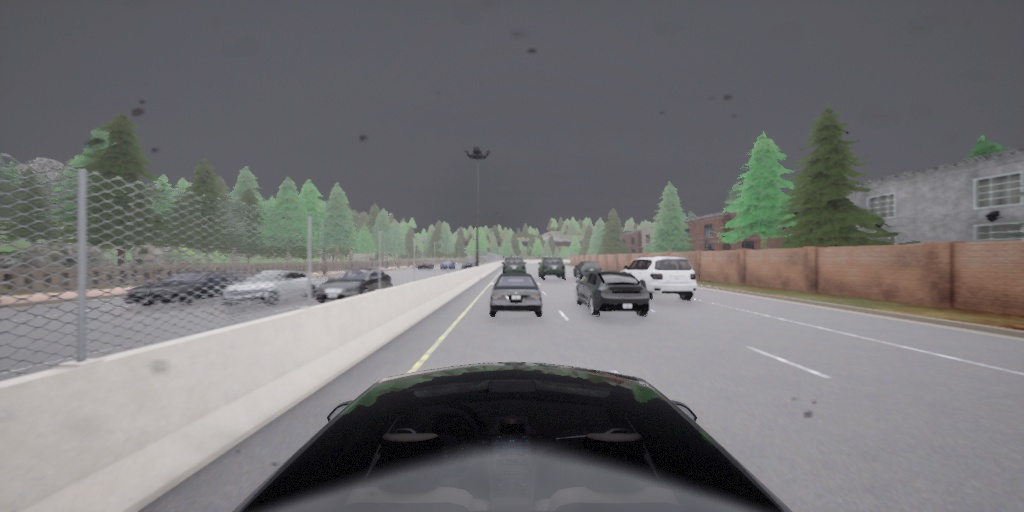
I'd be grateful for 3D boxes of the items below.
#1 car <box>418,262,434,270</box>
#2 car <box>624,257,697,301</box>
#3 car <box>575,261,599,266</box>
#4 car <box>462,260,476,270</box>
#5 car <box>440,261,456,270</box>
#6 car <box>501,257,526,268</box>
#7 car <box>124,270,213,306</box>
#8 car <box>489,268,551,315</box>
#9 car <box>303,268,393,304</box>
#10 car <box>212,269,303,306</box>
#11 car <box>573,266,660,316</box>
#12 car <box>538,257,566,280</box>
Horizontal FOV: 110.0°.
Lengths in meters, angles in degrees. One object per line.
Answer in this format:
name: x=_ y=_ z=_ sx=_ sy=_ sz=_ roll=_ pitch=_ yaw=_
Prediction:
car: x=-13.874 y=1.629 z=58.323 sx=1.895 sy=1.301 sz=4.718 roll=0 pitch=0 yaw=1
car: x=7.147 y=1.061 z=18.180 sx=2.150 sy=2.045 sz=5.566 roll=0 pitch=0 yaw=0
car: x=7.198 y=1.271 z=34.434 sx=2.097 sy=1.767 sz=4.553 roll=0 pitch=0 yaw=0
car: x=-6.875 y=1.387 z=58.859 sx=2.097 sy=1.767 sz=4.553 roll=0 pitch=0 yaw=1
car: x=-10.375 y=1.509 z=58.537 sx=1.882 sy=1.535 sz=5.008 roll=0 pitch=0 yaw=1
car: x=0.183 y=1.137 z=33.938 sx=2.150 sy=2.045 sz=5.566 roll=0 pitch=0 yaw=0
car: x=-14.059 y=1.363 z=16.376 sx=2.033 sy=1.411 sz=5.357 roll=0 pitch=0 yaw=0
car: x=0.133 y=1.359 z=13.769 sx=2.033 sy=1.411 sz=5.357 roll=0 pitch=0 yaw=0
car: x=-7.058 y=1.312 z=16.576 sx=2.128 sy=1.511 sz=4.902 roll=0 pitch=0 yaw=0
car: x=-10.559 y=1.342 z=16.170 sx=1.812 sy=1.442 sz=4.674 roll=0 pitch=0 yaw=0
car: x=3.632 y=1.319 z=13.668 sx=1.837 sy=1.490 sz=4.892 roll=0 pitch=0 yaw=0
car: x=3.697 y=1.138 z=33.887 sx=2.150 sy=2.045 sz=5.566 roll=0 pitch=0 yaw=0
